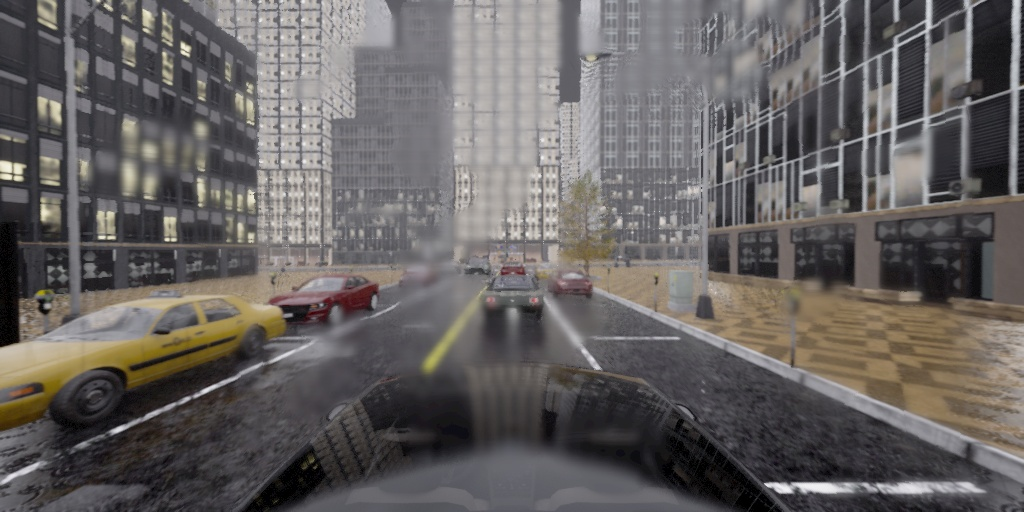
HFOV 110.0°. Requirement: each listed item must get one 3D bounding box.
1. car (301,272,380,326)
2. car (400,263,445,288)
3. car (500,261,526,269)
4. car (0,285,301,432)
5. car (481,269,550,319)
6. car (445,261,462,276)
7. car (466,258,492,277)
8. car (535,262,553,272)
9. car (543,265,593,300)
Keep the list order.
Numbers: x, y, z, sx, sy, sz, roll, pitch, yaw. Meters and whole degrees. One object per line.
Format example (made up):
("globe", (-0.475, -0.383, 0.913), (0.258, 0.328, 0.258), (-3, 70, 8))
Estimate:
("car", (-5.687, 1.250, 11.382), (1.888, 1.381, 4.507), (0, 0, 0))
("car", (-5.682, 1.234, 22.501), (1.802, 1.307, 4.207), (0, 0, 0))
("car", (0.078, 1.101, 28.622), (1.882, 1.535, 5.008), (0, 0, 0))
("car", (-5.690, 1.256, 5.653), (1.751, 1.417, 4.829), (0, 0, 0))
("car", (0.067, 1.300, 12.460), (1.895, 1.301, 4.718), (0, 0, 0))
("car", (-5.677, 1.151, 33.620), (2.007, 1.370, 4.403), (0, 0, 0))
("car", (-3.053, 0.951, 33.516), (2.097, 1.767, 4.553), (0, 0, 0))
("car", (2.701, 1.151, 28.227), (1.751, 1.417, 4.829), (0, 0, 0))
("car", (2.696, 1.260, 16.938), (1.802, 1.307, 4.207), (0, 0, 0))
